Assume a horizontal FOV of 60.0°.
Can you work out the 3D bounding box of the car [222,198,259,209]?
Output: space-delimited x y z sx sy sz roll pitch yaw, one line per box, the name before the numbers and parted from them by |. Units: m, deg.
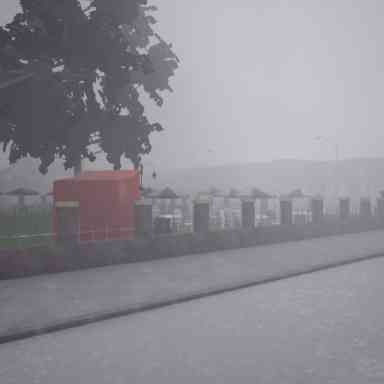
car | 5.507 1.477 38.171 1.882 1.535 5.008 0 0 -35
